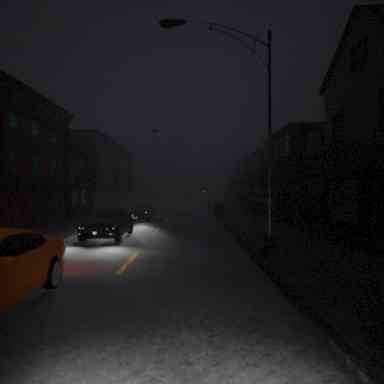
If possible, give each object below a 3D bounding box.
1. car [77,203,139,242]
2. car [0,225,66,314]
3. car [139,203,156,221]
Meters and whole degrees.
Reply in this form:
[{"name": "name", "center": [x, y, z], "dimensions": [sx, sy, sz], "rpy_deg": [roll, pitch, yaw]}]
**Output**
[{"name": "car", "center": [-4.084, 1.475, 16.385], "dimensions": [1.837, 1.490, 4.892], "rpy_deg": [0, 0, 0]}, {"name": "car", "center": [-4.089, 1.466, 6.301], "dimensions": [1.882, 1.535, 5.008], "rpy_deg": [0, 0, 0]}, {"name": "car", "center": [-4.070, 1.553, 26.540], "dimensions": [1.895, 1.301, 4.718], "rpy_deg": [0, 0, 0]}]
